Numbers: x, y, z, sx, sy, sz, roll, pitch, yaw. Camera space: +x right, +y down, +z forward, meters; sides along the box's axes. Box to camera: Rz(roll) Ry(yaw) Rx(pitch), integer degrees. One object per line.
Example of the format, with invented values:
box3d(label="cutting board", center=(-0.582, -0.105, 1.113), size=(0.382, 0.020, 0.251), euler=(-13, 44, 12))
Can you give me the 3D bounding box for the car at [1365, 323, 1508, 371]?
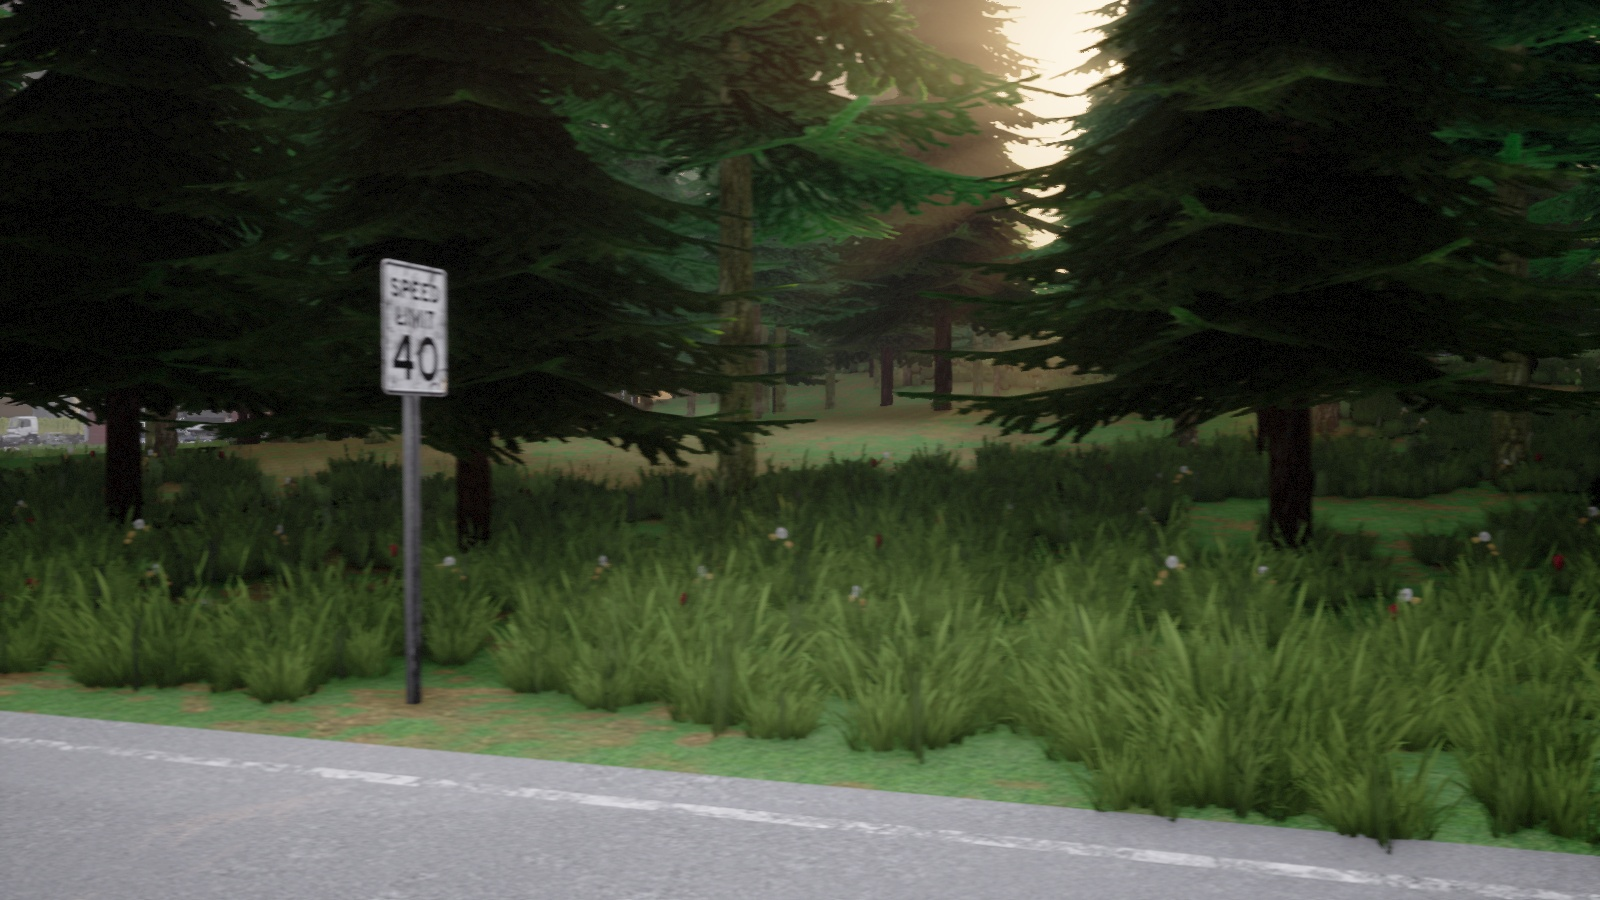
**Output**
box3d(label="car", center=(30.534, -4.993, 60.390), size=(2.150, 2.045, 5.566), euler=(0, 6, -41))
